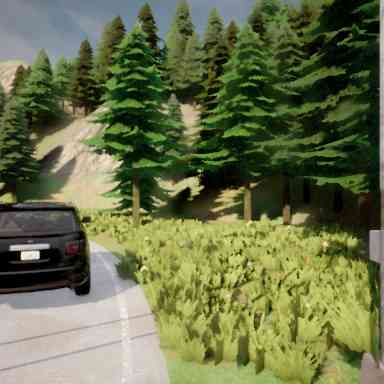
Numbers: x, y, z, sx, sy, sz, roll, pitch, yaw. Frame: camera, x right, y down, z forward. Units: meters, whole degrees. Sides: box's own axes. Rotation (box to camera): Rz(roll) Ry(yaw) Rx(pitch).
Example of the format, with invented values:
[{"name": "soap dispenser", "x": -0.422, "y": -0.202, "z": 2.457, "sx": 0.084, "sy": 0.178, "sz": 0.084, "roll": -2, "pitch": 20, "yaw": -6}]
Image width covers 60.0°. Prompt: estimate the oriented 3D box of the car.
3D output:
[{"name": "car", "x": -3.807, "y": 1.243, "z": 8.497, "sx": 2.150, "sy": 2.045, "sz": 5.566, "roll": 0, "pitch": 0, "yaw": -20}]
